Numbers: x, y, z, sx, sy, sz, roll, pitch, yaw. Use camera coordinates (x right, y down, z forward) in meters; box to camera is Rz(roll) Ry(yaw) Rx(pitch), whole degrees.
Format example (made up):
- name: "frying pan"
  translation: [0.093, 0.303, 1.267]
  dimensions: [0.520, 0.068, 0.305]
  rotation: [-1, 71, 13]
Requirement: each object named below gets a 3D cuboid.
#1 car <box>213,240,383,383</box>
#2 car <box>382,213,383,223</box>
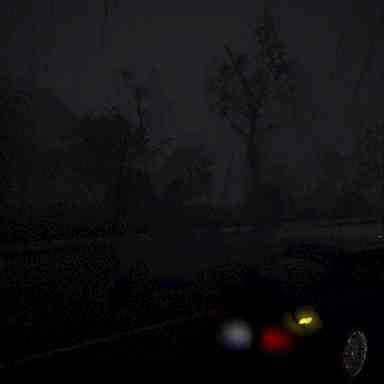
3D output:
- name: "car"
  translation: [2.457, 1.523, 5.353]
  dimensions: [4.674, 1.442, 1.812]
  rotation: [0, 0, -35]
- name: "car"
  translation: [14.427, 1.483, 21.854]
  dimensions: [4.902, 1.511, 2.128]
  rotation: [0, 0, -33]
